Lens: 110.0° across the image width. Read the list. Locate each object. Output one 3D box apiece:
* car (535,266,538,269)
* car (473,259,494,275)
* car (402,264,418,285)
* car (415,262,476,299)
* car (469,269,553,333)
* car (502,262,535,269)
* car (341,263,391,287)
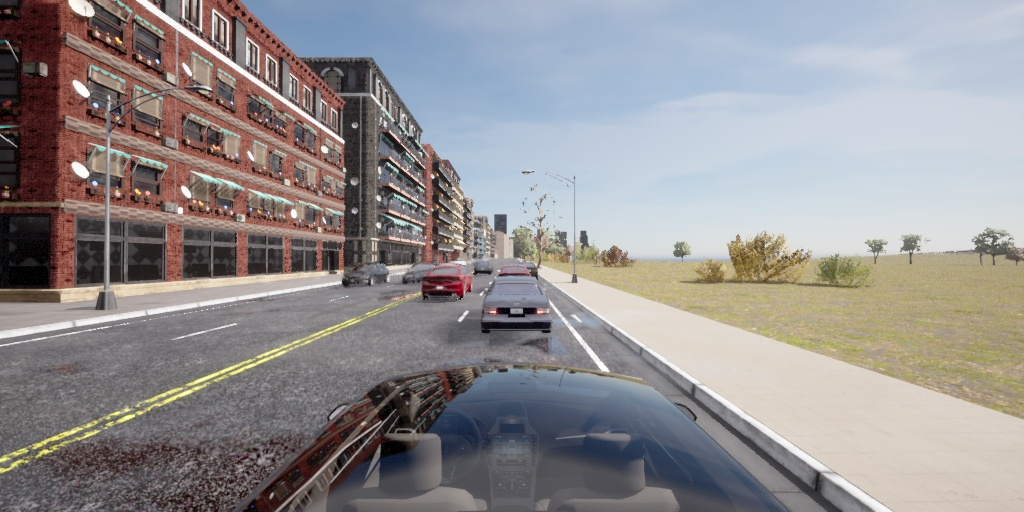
[{"bbox_3d":[1.175,1.232,30.646,1.882,1.535,5.008,0,0,0],"label":"car"},{"bbox_3d":[-3.100,1.318,39.909,1.994,1.385,4.181,0,0,0],"label":"car"},{"bbox_3d":[-6.555,1.279,26.155,1.812,1.442,4.674,0,0,0],"label":"car"},{"bbox_3d":[-3.130,1.230,18.021,1.882,1.535,5.008,0,0,0],"label":"car"},{"bbox_3d":[0.110,1.299,10.667,2.033,1.411,5.357,0,0,0],"label":"car"},{"bbox_3d":[0.128,1.231,21.207,1.882,1.535,5.008,0,0,0],"label":"car"},{"bbox_3d":[-9.822,1.258,24.496,1.837,1.490,4.892,0,0,0],"label":"car"}]
